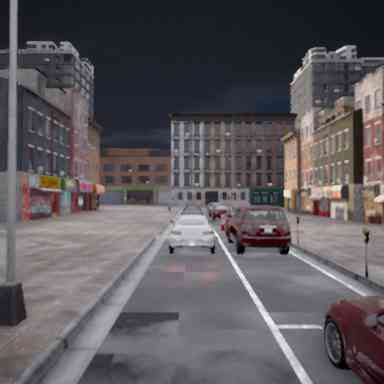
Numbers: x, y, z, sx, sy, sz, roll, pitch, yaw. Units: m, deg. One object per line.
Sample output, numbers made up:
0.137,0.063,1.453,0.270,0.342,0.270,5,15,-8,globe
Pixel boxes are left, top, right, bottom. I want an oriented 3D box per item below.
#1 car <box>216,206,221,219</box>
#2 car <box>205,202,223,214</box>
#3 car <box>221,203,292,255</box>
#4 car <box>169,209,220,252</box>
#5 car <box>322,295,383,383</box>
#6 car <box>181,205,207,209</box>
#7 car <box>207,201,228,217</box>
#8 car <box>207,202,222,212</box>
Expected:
2.654,1.736,19.468,1.887,1.381,4.507,0,-1,0,car
2.663,1.970,41.481,2.008,1.369,4.403,0,-1,0,car
2.654,1.451,13.966,2.192,1.841,5.009,0,-1,0,car
0.011,1.666,14.400,1.812,1.442,4.674,0,0,0,car
2.647,1.611,2.957,1.802,1.307,4.206,0,-1,0,car
0.019,1.856,29.304,1.994,1.385,4.181,0,-1,0,car
2.662,1.801,35.979,1.967,1.590,4.097,0,-1,0,car
2.659,1.848,30.474,1.887,1.381,4.507,0,-1,0,car
